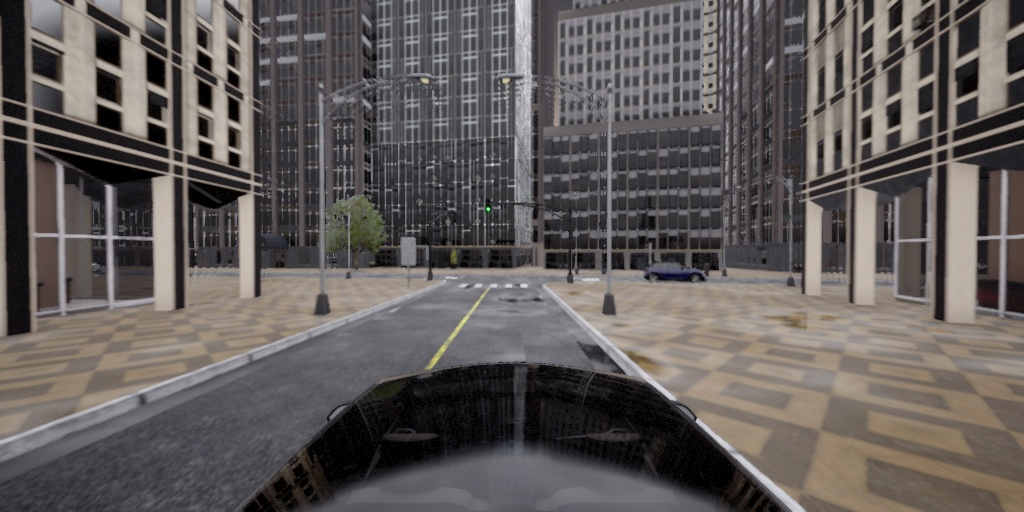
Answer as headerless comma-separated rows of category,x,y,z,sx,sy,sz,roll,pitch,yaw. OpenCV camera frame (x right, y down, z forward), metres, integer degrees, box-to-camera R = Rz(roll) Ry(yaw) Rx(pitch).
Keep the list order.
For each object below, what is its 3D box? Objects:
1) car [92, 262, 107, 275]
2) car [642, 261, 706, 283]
car,-46.875,1.371,39.403,4.674,1.442,1.812,0,1,7
car,12.827,1.233,28.521,4.553,1.767,2.097,0,1,14
